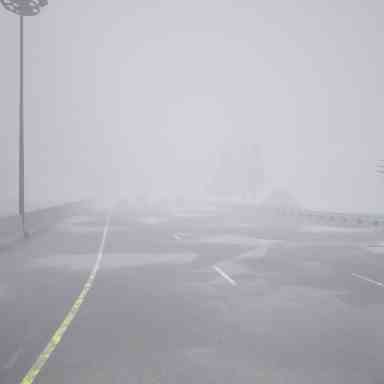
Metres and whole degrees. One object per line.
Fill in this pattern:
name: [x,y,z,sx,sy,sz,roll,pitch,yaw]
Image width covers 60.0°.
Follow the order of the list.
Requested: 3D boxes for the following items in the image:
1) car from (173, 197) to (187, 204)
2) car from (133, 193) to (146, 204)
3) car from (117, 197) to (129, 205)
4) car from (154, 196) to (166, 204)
car: [-2.248,1.547,61.987,2.033,1.411,5.357,0,0,-12]
car: [-10.326,1.221,65.863,2.150,2.045,5.566,0,0,-13]
car: [-12.282,1.547,58.893,2.033,1.411,5.357,0,0,-15]
car: [-5.995,1.547,62.658,2.033,1.411,5.357,0,0,-12]
